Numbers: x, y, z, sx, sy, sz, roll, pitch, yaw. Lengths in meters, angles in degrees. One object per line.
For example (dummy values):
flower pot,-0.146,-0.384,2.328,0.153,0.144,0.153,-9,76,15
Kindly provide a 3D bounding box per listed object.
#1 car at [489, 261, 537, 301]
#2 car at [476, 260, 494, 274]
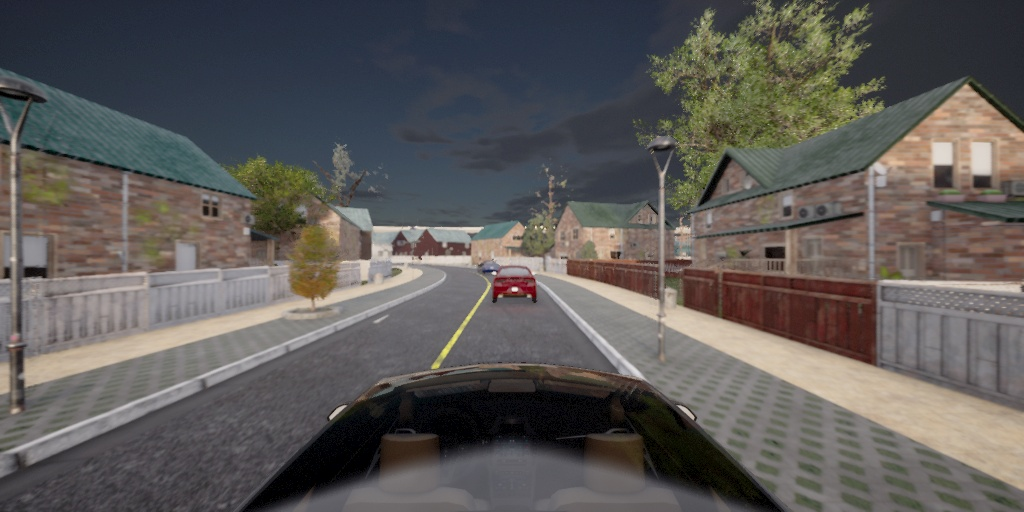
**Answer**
car,0.082,1.159,16.720,1.882,1.535,5.008,0,0,-1
car,-2.496,1.141,37.699,1.994,1.385,4.181,0,0,-14
